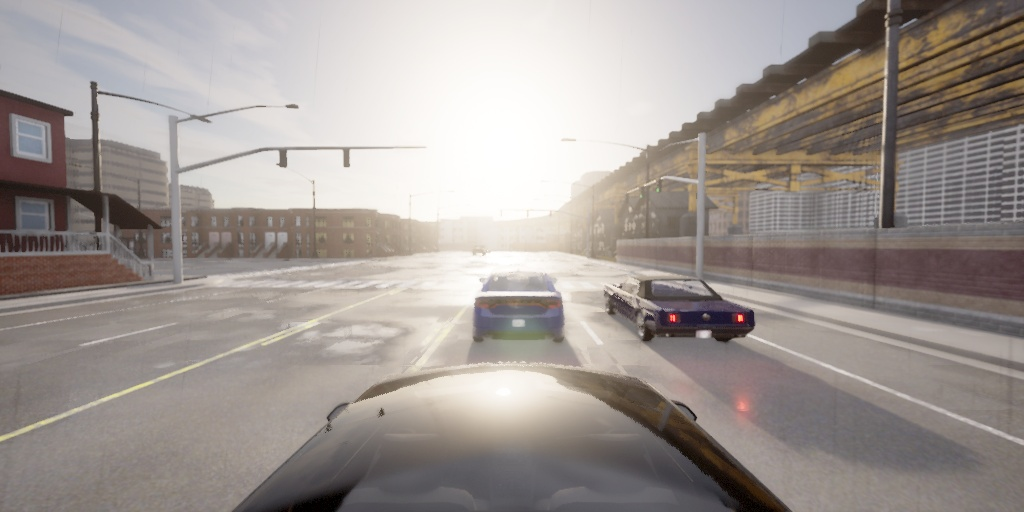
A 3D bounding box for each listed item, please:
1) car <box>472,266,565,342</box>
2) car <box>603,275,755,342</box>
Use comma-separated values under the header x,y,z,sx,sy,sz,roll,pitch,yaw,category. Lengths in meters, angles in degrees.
x,y,z,sx,sy,sz,roll,pitch,yaw,category
0.156,0.990,8.992,1.882,1.535,5.008,0,2,1,car
3.655,1.117,8.957,1.895,1.301,4.718,0,2,1,car
